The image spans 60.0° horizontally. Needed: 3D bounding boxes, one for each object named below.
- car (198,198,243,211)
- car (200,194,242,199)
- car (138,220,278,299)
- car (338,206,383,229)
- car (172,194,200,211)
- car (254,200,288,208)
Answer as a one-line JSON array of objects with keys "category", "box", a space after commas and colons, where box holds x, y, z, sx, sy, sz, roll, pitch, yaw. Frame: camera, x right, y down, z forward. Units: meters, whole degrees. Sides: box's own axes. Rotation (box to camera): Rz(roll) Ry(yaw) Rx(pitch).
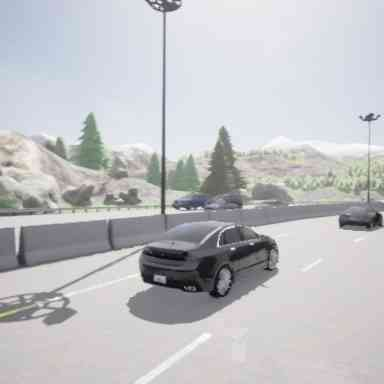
[{"category": "car", "box": [3.037, 1.593, 34.351, 1.994, 1.385, 4.181, 0, 0, 43]}, {"category": "car", "box": [3.999, 1.259, 40.489, 2.150, 2.045, 5.566, 0, 0, 45]}, {"category": "car", "box": [0.714, 1.510, 8.699, 1.837, 1.490, 4.892, 0, 0, 34]}, {"category": "car", "box": [11.509, 1.660, 22.563, 1.994, 1.385, 4.181, 0, 0, 41]}, {"category": "car", "box": [0.045, 1.228, 41.432, 2.150, 2.045, 5.566, 0, 0, 44]}, {"category": "car", "box": [8.302, 1.577, 34.851, 1.837, 1.490, 4.892, 0, 0, 44]}]
